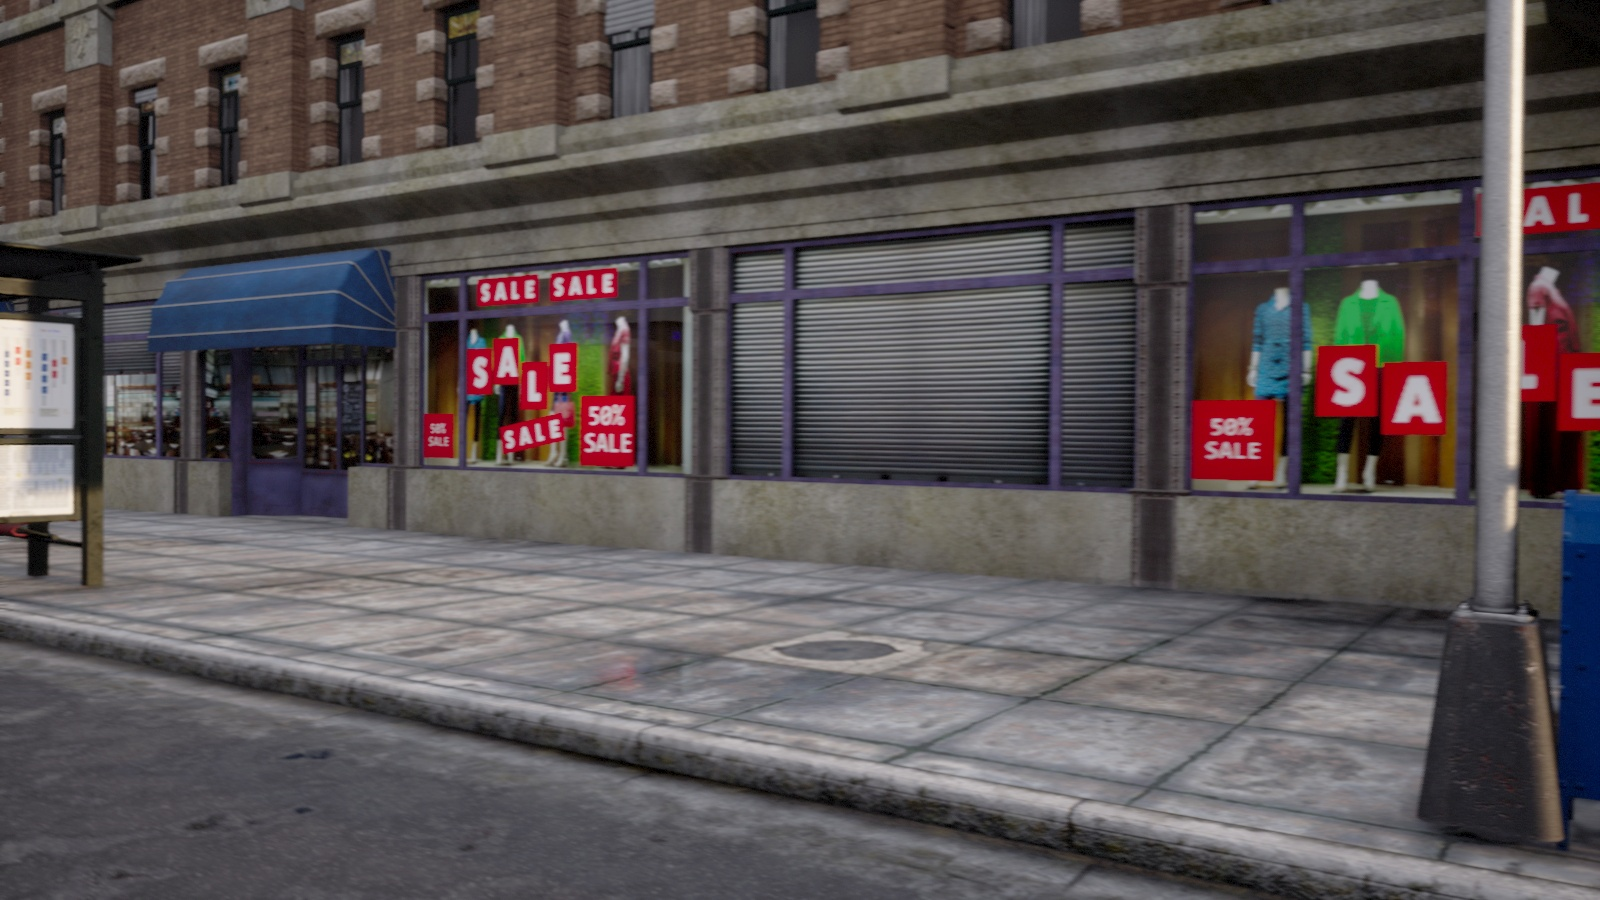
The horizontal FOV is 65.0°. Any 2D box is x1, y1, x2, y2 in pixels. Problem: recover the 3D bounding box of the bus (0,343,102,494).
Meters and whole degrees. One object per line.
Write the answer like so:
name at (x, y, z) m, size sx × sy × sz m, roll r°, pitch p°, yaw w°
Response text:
bus at (-25.026, -0.886, 34.213) m, size 3.944 × 4.253 × 10.273 m, roll 0°, pitch 0°, yaw 22°
